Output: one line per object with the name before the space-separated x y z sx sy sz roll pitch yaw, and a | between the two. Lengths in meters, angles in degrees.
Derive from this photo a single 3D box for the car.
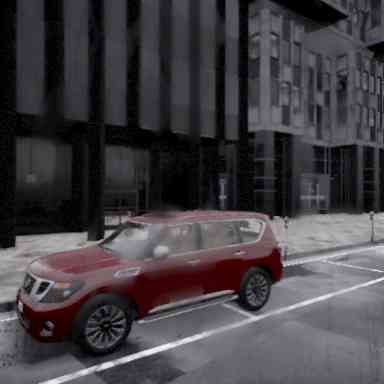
car | -0.408 1.319 6.242 5.009 1.841 2.192 0 0 -36
